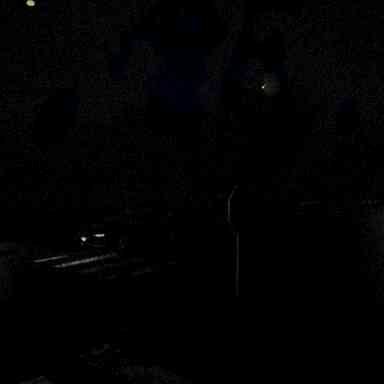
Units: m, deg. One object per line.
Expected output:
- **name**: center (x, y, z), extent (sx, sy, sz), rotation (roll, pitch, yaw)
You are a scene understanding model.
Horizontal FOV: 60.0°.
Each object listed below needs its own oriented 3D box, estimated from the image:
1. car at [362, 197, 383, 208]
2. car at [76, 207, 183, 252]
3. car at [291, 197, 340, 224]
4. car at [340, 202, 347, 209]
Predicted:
- **car**: center (23.762, 1.375, 43.677), extent (2.033, 1.411, 5.357), rotation (0, 0, 37)
- **car**: center (-2.346, 1.390, 13.584), extent (1.837, 1.490, 4.892), rotation (0, 0, 37)
- **car**: center (8.585, 1.308, 23.315), extent (1.882, 1.535, 5.008), rotation (0, 0, 37)
- **car**: center (16.721, 1.350, 39.106), extent (2.033, 1.411, 5.357), rotation (0, 0, 37)
